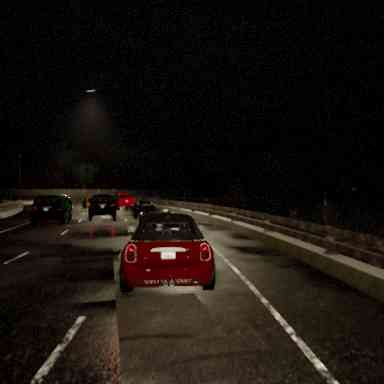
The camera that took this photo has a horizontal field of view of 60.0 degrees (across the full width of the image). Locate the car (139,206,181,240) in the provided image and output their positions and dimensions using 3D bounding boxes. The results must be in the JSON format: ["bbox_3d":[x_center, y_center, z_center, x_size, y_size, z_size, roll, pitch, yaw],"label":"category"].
[{"bbox_3d":[-1.829,1.550,17.938,1.994,1.385,4.181,0,0,-9],"label":"car"}]

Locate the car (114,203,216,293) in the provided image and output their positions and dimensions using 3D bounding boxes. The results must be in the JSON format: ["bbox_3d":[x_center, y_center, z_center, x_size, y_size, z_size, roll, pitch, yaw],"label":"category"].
[{"bbox_3d":[-0.688,1.345,9.063,2.097,1.767,4.553,0,0,-5],"label":"car"}]

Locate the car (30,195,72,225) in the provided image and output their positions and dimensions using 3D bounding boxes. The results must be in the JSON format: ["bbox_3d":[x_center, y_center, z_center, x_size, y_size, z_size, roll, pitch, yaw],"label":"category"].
[{"bbox_3d":[-10.121,1.211,24.184,2.150,2.045,5.566,0,0,-14],"label":"car"}]

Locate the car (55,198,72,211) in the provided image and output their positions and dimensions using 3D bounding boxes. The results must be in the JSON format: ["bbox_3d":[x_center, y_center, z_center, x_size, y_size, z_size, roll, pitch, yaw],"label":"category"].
[{"bbox_3d":[-16.332,1.480,42.150,1.837,1.490,4.892,0,0,-23],"label":"car"}]

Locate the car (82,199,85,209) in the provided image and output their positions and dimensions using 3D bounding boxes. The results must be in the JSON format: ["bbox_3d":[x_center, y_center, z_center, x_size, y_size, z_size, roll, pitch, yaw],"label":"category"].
[{"bbox_3d":[-13.559,1.450,44.514,1.882,1.535,5.008,0,-1,-24],"label":"car"}]

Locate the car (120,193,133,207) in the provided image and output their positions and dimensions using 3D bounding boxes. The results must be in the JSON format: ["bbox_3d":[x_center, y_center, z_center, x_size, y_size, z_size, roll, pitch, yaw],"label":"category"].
[{"bbox_3d":[-8.932,1.193,42.707,2.150,2.045,5.566,0,0,-23],"label":"car"}]

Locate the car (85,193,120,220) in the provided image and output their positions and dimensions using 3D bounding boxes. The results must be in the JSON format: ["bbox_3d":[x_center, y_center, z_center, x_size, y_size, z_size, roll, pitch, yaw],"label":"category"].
[{"bbox_3d":[-7.534,1.205,28.043,2.150,2.045,5.566,0,0,-15],"label":"car"}]

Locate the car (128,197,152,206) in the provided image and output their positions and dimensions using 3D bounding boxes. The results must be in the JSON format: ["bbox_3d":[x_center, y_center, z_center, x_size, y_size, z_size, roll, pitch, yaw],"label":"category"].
[{"bbox_3d":[-4.368,1.475,29.575,1.837,1.490,4.892,1,0,-15],"label":"car"}]
